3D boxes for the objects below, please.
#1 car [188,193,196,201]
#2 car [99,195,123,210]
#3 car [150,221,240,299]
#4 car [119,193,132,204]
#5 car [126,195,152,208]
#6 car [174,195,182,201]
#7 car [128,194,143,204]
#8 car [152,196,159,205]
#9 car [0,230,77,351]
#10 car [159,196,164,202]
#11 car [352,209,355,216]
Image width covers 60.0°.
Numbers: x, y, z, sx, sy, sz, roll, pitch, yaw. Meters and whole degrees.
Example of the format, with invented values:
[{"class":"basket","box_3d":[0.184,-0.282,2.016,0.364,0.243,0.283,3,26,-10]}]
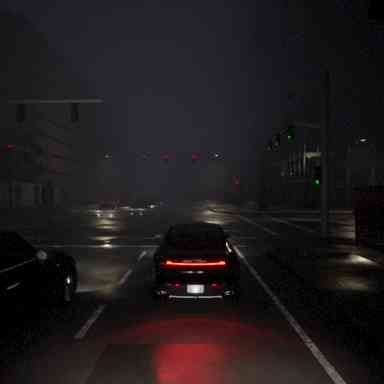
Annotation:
[{"class":"car","box_3d":[-0.004,1.225,84.459,2.150,2.045,5.566,0,0,1]},{"class":"car","box_3d":[-10.962,1.478,44.314,1.882,1.535,5.008,0,0,0]},{"class":"car","box_3d":[0.082,1.505,8.441,1.837,1.490,4.892,0,0,0]},{"class":"car","box_3d":[-10.930,1.221,54.134,2.150,2.045,5.566,0,0,1]},{"class":"car","box_3d":[-7.474,1.547,47.496,2.033,1.411,5.357,0,0,0]},{"class":"car","box_3d":[-3.507,1.553,84.235,1.994,1.385,4.181,0,0,1]},{"class":"car","box_3d":[-10.781,1.352,63.883,2.097,1.767,4.553,0,0,1]},{"class":"car","box_3d":[-7.386,1.478,57.474,1.882,1.535,5.008,0,0,1]},{"class":"car","box_3d":[-3.445,1.352,5.119,2.097,1.767,4.553,0,0,0]},{"class":"car","box_3d":[-7.135,1.537,72.726,2.033,1.411,5.357,0,0,1]},{"class":"car","box_3d":[15.976,1.656,27.665,4.718,1.301,1.895,0,0,0]}]
